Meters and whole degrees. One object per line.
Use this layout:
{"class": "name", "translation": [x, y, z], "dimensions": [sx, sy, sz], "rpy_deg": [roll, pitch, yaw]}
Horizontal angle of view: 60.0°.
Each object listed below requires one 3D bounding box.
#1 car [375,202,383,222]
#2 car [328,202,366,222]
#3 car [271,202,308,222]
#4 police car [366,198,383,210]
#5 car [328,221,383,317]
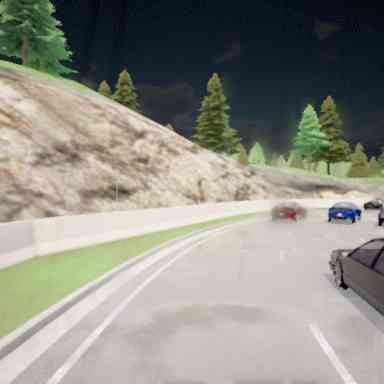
{"class": "car", "translation": [14.354, 1.646, 23.490], "dimensions": [1.895, 1.301, 4.718], "rpy_deg": [0, 0, 33]}
{"class": "car", "translation": [12.157, 1.520, 26.284], "dimensions": [1.882, 1.535, 5.008], "rpy_deg": [0, 0, 34]}
{"class": "car", "translation": [7.894, 1.511, 26.612], "dimensions": [1.882, 1.535, 5.008], "rpy_deg": [0, 0, 32]}
{"class": "police car", "translation": [23.955, 1.579, 42.207], "dimensions": [4.974, 1.542, 2.038], "rpy_deg": [1, 0, -30]}
{"class": "car", "translation": [4.124, 1.560, 6.123], "dimensions": [2.033, 1.411, 5.357], "rpy_deg": [0, 0, 8]}
